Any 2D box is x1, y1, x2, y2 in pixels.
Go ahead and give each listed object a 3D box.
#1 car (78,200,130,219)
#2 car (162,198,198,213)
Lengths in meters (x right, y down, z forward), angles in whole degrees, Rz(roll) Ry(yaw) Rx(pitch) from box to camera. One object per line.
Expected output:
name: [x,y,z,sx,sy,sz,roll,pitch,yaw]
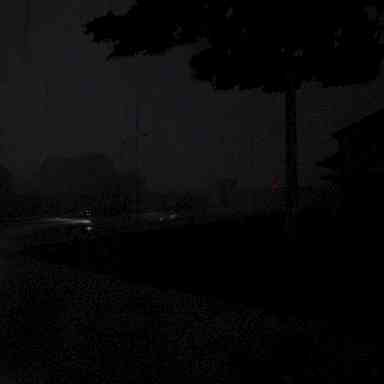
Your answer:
car: [-7.561,1.490,29.028,1.837,1.490,4.892,0,0,36]
car: [-1.295,1.462,37.742,1.882,1.535,5.008,0,0,36]
